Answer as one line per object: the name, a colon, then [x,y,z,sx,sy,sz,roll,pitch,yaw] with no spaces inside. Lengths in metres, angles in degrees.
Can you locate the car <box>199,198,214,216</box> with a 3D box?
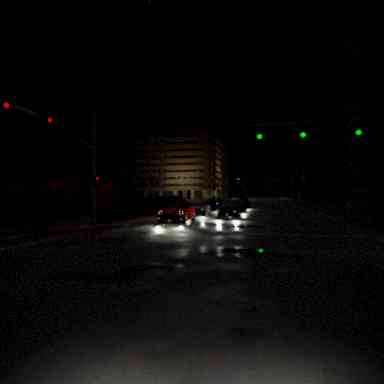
car: [0.756,1.676,34.549,1.812,1.442,4.674,0,0,12]

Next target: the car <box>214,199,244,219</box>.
car: [3.431,1.641,30.267,1.812,1.442,4.674,0,0,12]

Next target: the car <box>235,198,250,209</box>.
car: [7.758,1.667,50.357,1.882,1.535,5.008,0,0,12]

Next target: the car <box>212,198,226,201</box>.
car: [2.894,1.539,44.501,2.097,1.767,4.553,0,0,12]

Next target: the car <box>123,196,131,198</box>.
car: [-14.272,1.598,67.891,4.605,1.855,1.932,0,0,12]

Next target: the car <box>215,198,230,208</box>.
car: [5.050,1.749,54.463,1.812,1.442,4.674,0,0,12]

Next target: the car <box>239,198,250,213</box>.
car: [5.580,1.630,40.270,1.882,1.535,5.008,0,0,12]

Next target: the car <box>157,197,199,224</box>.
car: [-1.141,1.470,25.761,2.097,1.767,4.553,0,0,12]

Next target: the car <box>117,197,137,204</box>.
car: [-13.738,1.818,70.520,3.905,1.438,1.784,0,0,12]
